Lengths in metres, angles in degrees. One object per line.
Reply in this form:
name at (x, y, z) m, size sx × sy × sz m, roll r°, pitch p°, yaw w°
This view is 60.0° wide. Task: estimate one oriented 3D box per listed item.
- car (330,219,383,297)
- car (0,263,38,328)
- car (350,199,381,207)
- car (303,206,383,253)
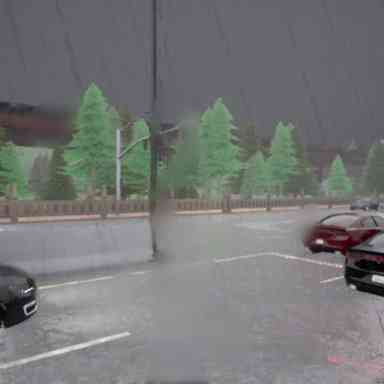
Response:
car at (5.553, 1.500, 7.718) m, size 5.008 × 1.535 × 1.882 m, roll 0°, pitch 0°, yaw -35°
car at (-4.819, 1.503, 4.610) m, size 4.892 × 1.490 × 1.837 m, roll 0°, pitch 0°, yaw -35°
car at (21.218, 1.577, 40.621) m, size 4.892 × 1.490 × 1.837 m, roll 0°, pitch 0°, yaw -35°
car at (6.277, 1.505, 12.528) m, size 5.008 × 1.535 × 1.882 m, roll 0°, pitch 0°, yaw -35°
